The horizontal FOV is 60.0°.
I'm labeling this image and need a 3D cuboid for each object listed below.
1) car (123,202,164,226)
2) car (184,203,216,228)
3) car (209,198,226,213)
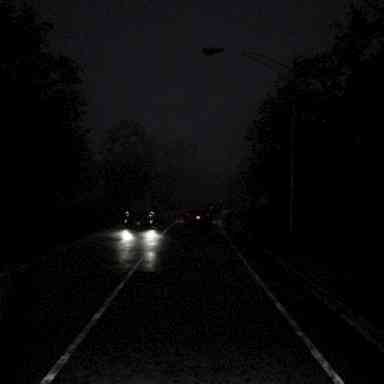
[{"bbox_3d":[-3.234,1.455,23.047,2.097,1.767,4.553,0,-2,4],"label":"car"},{"bbox_3d":[0.484,1.693,23.844,1.994,1.385,4.181,0,-2,2],"label":"car"},{"bbox_3d":[2.784,1.866,41.769,1.994,1.385,4.181,1,0,11],"label":"car"}]
